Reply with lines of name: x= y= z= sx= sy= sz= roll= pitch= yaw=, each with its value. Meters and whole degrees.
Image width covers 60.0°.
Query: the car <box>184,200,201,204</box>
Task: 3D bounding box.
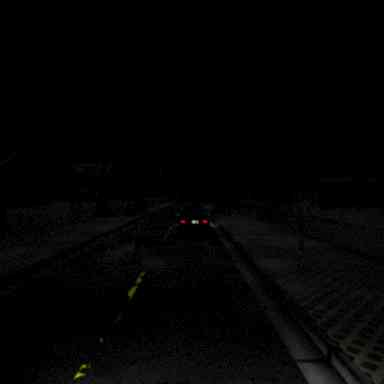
car: x=0.107 y=1.792 z=42.240 sx=2.128 sy=1.511 sz=4.902 roll=0 pitch=-1 yaw=0

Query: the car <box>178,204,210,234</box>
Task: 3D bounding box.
car: x=0.103 y=1.669 z=20.198 sx=2.033 sy=1.411 sz=5.357 roll=0 pitch=0 yaw=0
